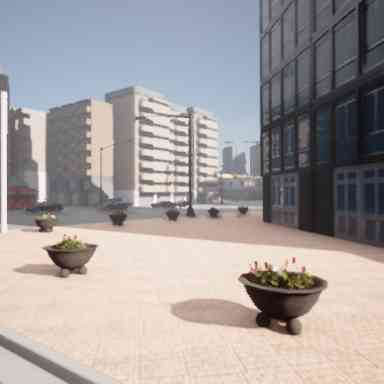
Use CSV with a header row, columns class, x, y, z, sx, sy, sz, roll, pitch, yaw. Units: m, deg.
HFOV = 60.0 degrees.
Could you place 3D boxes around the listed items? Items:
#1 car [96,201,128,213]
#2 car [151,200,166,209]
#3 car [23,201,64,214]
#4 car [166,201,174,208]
class,x,y,z,sx,sy,sz,roll,pitch,yaw
car,-11.087,2.037,46.311,2.128,1.511,4.902,0,-1,36
car,-5.349,2.265,60.280,1.882,1.535,5.008,0,-1,36
car,-18.606,1.932,41.791,2.128,1.511,4.902,0,-1,35
car,-1.631,2.049,59.441,2.033,1.411,5.357,0,-1,35
